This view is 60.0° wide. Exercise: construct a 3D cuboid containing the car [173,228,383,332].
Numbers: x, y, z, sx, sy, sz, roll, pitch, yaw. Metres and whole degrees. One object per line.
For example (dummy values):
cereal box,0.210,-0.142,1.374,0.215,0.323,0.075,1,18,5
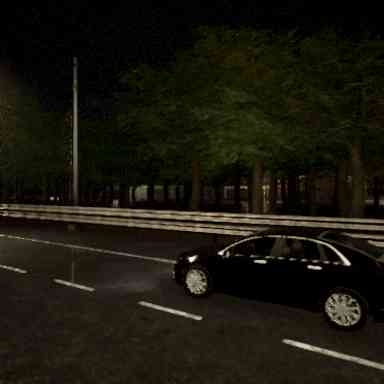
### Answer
car,1.812,1.510,6.875,4.892,1.490,1.837,0,0,36
